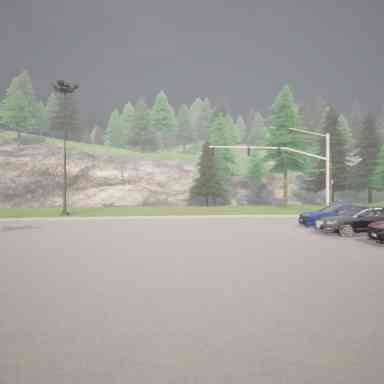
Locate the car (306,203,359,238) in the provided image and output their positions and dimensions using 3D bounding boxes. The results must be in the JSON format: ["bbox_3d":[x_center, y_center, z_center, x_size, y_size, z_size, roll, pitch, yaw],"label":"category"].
[{"bbox_3d":[8.898,1.491,17.244,4.902,1.511,2.128,0,0,-6],"label":"car"}]

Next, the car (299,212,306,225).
[{"bbox_3d":[9.240,1.477,20.791,5.008,1.535,1.882,0,0,-5],"label":"car"}]

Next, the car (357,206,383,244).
[{"bbox_3d":[9.922,1.477,13.838,5.008,1.535,1.882,0,0,-5],"label":"car"}]
